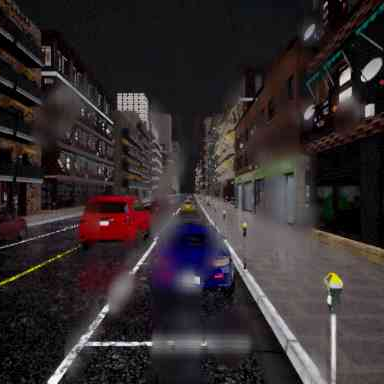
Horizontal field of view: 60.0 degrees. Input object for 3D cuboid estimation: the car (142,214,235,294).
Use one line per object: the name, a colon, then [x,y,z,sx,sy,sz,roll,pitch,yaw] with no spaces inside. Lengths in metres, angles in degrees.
car: [0.004,1.526,8.649,1.812,1.442,4.674,0,0,0]

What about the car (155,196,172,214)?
car: [-3.049,1.477,32.771,1.882,1.535,5.008,0,0,0]

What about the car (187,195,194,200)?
car: [-0.452,1.513,93.685,1.752,1.417,4.829,0,0,0]

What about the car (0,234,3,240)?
car: [-3.052,1.352,1.205,2.097,1.767,4.553,0,0,0]

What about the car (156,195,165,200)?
car: [-8.834,1.539,93.519,2.008,1.369,4.403,0,0,0]

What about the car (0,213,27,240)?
car: [-8.835,1.583,14.612,1.802,1.307,4.206,0,0,0]

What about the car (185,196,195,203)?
car: [-0.453,1.545,70.970,2.008,1.369,4.403,0,0,0]

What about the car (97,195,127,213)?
car: [-8.833,1.314,37.157,2.192,1.841,5.009,0,0,0]

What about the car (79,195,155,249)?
car: [-3.145,1.222,14.603,2.150,2.045,5.566,0,0,0]

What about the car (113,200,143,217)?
car: [-6.241,1.547,33.070,2.033,1.411,5.357,0,0,0]

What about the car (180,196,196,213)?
car: [-0.454,1.525,37.323,1.752,1.417,4.829,0,0,0]

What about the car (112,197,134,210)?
car: [-8.834,1.439,42.793,1.967,1.590,4.097,0,0,0]
